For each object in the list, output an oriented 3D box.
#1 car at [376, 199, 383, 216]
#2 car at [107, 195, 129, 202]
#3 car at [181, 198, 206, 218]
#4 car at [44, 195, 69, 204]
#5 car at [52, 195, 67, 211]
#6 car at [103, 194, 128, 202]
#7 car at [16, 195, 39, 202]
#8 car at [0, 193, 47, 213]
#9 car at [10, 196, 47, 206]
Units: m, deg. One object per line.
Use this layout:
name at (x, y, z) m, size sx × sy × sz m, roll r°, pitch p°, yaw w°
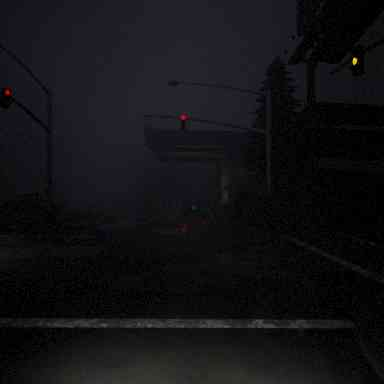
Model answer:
car at (17.239, 1.479, 32.953) m, size 2.242 × 1.667 × 4.611 m, roll 0°, pitch 0°, yaw 0°
car at (-16.484, 1.336, 74.031) m, size 4.514 × 1.523 × 2.007 m, roll 0°, pitch 0°, yaw 0°
car at (0.132, 1.350, 30.102) m, size 2.097 × 1.767 × 4.553 m, roll 0°, pitch 0°, yaw 0°
car at (-24.022, 1.317, 59.006) m, size 3.633 × 1.501 × 1.845 m, roll 0°, pitch 0°, yaw 0°
car at (-16.171, 1.359, 36.638) m, size 3.806 × 1.475 × 1.970 m, roll 0°, pitch 0°, yaw 0°
car at (-16.414, 1.327, 70.894) m, size 5.027 × 1.636 × 2.152 m, roll 0°, pitch 0°, yaw 0°
car at (-35.080, 1.381, 70.937) m, size 3.806 × 1.475 × 1.970 m, roll 0°, pitch 0°, yaw 0°
car at (-16.764, 1.075, 33.310) m, size 3.866 × 1.878 × 1.905 m, roll 0°, pitch 0°, yaw 0°
car at (-24.008, 1.296, 49.013) m, size 4.514 × 1.523 × 2.007 m, roll 0°, pitch 0°, yaw 0°
